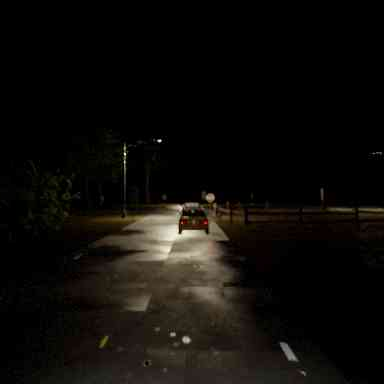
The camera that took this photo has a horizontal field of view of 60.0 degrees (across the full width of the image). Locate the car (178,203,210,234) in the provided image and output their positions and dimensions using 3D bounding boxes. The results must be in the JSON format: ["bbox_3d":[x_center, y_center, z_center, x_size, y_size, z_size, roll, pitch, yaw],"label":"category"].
[{"bbox_3d":[0.102,1.622,20.390,1.801,1.575,5.366,0,0,0],"label":"car"}]

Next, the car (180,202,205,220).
[{"bbox_3d":[0.029,1.775,32.097,2.163,1.488,4.792,0,-1,-1],"label":"car"}]
